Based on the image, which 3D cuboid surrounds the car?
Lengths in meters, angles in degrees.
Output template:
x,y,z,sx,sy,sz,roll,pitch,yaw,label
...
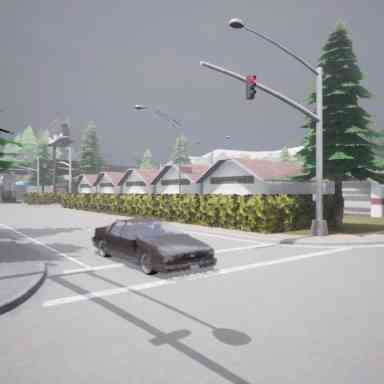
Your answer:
x,y,z,sx,sy,sz,roll,pitch,yaw,label
-1.540,1.573,10.802,2.033,1.411,5.357,0,0,-37,car
